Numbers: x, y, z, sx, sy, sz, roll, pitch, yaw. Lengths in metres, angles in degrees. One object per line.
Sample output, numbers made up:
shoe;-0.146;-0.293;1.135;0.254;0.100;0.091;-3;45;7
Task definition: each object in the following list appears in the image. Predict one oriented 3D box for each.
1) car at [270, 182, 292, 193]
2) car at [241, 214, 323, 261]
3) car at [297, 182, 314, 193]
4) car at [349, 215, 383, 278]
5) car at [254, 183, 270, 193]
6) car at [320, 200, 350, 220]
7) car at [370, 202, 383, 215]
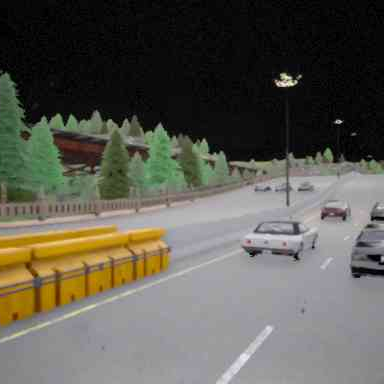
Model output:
car;14.813;-0.760;53.828;2.128;1.511;4.902;-1;6;30
car;3.650;1.757;13.112;1.895;1.301;4.718;-1;-1;30
car;17.835;-0.784;52.071;1.837;1.490;4.892;-1;6;30
car;5.885;1.652;10.014;2.033;1.411;5.357;-1;-1;30
car;11.792;-0.689;55.588;1.812;1.442;4.674;-1;6;30
car;11.650;1.381;26.996;1.812;1.442;4.674;-1;3;30
car;14.423;1.408;24.808;1.994;1.385;4.181;-1;3;30
